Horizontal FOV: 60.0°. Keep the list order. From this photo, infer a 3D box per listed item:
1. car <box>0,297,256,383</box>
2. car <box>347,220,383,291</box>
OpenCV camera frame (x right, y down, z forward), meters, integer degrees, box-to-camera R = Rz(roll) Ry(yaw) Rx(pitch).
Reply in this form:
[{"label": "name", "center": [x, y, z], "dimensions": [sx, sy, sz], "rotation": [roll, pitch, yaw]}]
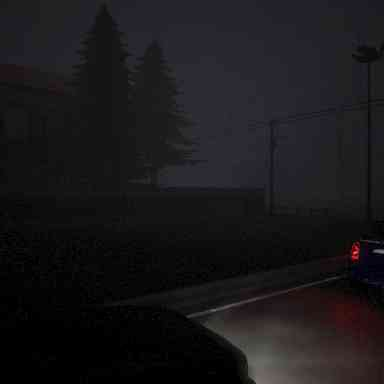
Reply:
[{"label": "car", "center": [-2.001, 1.547, 2.299], "dimensions": [5.357, 1.411, 2.033], "rotation": [0, 0, -36]}, {"label": "car", "center": [5.698, 1.352, 7.818], "dimensions": [4.553, 1.767, 2.097], "rotation": [0, 0, -35]}]
